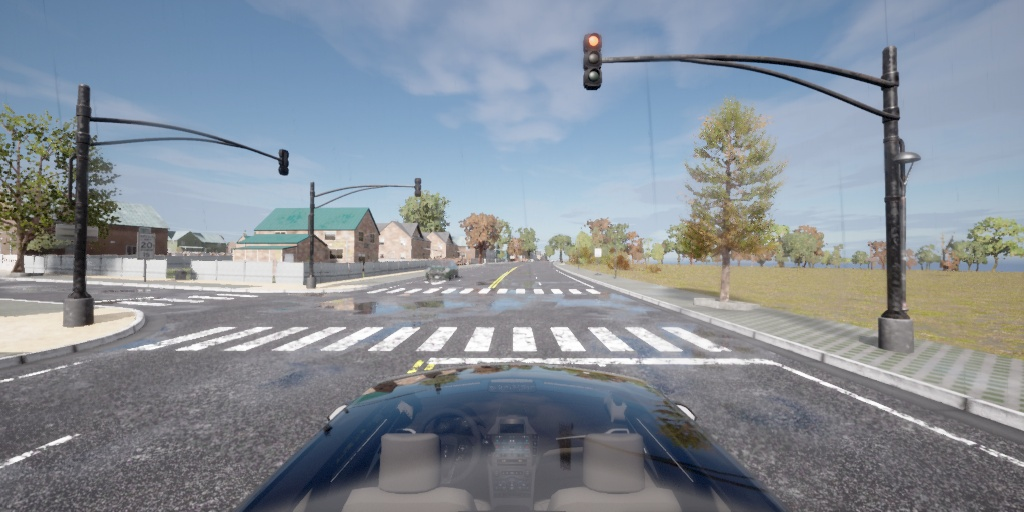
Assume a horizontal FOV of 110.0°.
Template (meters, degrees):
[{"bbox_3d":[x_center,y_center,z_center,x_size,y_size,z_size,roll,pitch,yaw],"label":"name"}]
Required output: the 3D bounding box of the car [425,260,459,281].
[{"bbox_3d":[-5.937,1.129,30.909,2.097,1.767,4.553,0,0,2],"label":"car"}]
